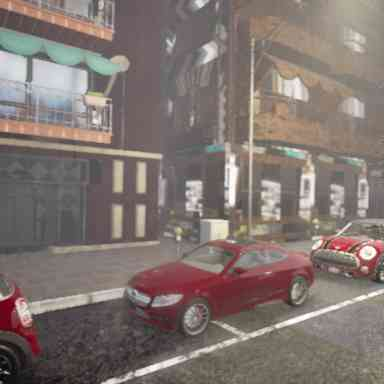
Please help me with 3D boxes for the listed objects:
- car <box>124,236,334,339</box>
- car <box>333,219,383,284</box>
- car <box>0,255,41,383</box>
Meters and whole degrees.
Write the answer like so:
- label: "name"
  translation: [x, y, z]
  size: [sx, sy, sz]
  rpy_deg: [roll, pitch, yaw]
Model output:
- label: "car"
  translation: [0.745, 1.631, 6.623]
  size: [4.206, 1.307, 1.802]
  rpy_deg: [1, 0, -36]
- label: "car"
  translation: [5.361, 1.554, 9.919]
  size: [4.097, 1.590, 1.967]
  rpy_deg: [1, 0, -36]
- label: "car"
  translation: [-3.867, 1.425, 3.326]
  size: [4.097, 1.590, 1.967]
  rpy_deg: [1, 0, -36]
